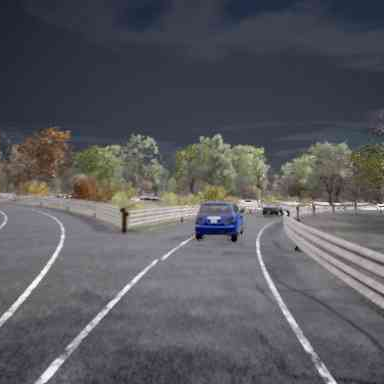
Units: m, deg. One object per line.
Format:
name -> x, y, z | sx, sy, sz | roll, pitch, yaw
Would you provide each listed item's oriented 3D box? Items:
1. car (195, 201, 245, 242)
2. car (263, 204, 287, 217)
car -> 1.677, 1.530, 18.655 | 2.150, 2.045, 5.566 | 0, -1, 13
car -> 10.229, 2.234, 40.861 | 1.882, 1.535, 5.008 | -1, -2, 31
